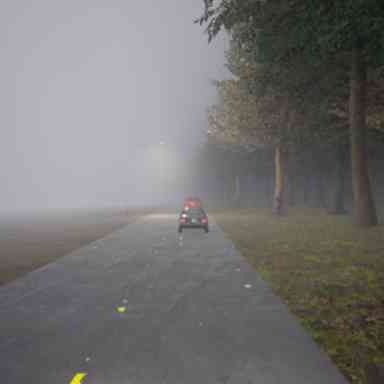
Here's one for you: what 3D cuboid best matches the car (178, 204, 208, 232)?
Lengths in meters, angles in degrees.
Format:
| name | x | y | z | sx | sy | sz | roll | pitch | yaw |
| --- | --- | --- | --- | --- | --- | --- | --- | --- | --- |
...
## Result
| name | x | y | z | sx | sy | sz | roll | pitch | yaw |
| --- | --- | --- | --- | --- | --- | --- | --- | --- | --- |
| car | 0.082 | 1.700 | 21.392 | 2.033 | 1.411 | 5.357 | 0 | 0 | 0 |

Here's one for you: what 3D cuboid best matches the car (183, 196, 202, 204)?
| name | x | y | z | sx | sy | sz | roll | pitch | yaw |
| --- | --- | --- | --- | --- | --- | --- | --- | --- | --- |
| car | 0.057 | 1.516 | 40.444 | 2.150 | 2.045 | 5.566 | 0 | 0 | 0 |
